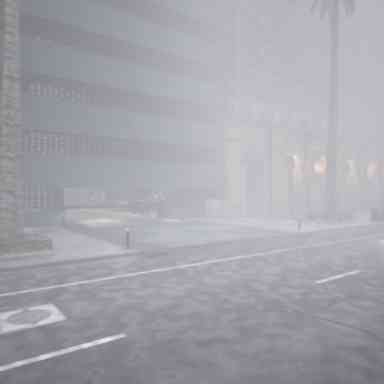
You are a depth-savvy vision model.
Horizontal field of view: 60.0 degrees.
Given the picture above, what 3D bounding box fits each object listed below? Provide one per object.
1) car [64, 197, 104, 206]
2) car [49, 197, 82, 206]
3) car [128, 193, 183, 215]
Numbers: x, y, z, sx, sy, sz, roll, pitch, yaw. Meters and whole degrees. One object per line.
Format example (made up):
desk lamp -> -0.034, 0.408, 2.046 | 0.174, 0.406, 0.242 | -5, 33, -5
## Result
car -> -14.931, 1.595, 46.597 | 4.718, 1.301, 1.895 | 0, 0, -36
car -> -21.411, 1.577, 56.227 | 4.786, 1.482, 2.161 | 0, 0, -36
car -> -3.387, 1.111, 32.119 | 5.566, 2.045, 2.435 | 0, 0, -36
